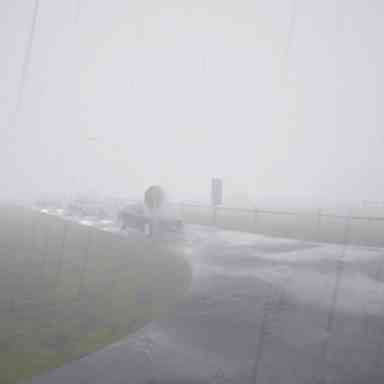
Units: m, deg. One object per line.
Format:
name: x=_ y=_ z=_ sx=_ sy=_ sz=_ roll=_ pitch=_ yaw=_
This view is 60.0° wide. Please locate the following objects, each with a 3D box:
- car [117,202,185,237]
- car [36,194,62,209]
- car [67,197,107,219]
car: x=-2.234 y=1.315 z=17.289 sx=1.882 sy=1.535 sz=5.008 roll=1 pitch=0 yaw=-34
car: x=-15.513 y=0.993 z=35.922 sx=1.812 sy=1.442 sz=4.674 roll=1 pitch=0 yaw=-36
car: x=-8.134 y=1.179 z=25.583 sx=1.837 sy=1.490 sz=4.892 roll=1 pitch=0 yaw=-36
